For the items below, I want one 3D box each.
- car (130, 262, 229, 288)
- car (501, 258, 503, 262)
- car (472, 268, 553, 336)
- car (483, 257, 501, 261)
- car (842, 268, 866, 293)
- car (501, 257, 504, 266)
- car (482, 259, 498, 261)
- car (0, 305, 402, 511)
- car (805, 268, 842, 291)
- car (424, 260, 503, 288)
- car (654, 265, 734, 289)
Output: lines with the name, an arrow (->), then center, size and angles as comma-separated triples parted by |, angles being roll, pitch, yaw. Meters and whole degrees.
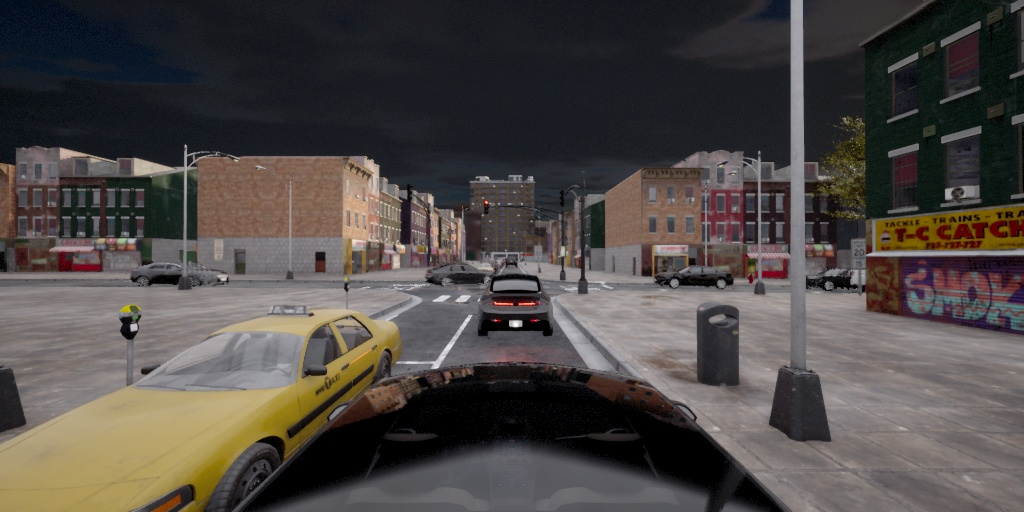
car -> -19.530, 1.111, 21.208 | 4.902, 1.511, 2.128 | 0, 0, 0
car -> -2.708, 1.357, 52.456 | 2.007, 1.370, 4.403 | 0, 0, 0
car -> 0.084, 1.257, 10.381 | 1.837, 1.490, 4.892 | 0, 0, 0
car -> -2.693, 1.100, 41.568 | 2.192, 1.841, 5.009 | 0, 0, 0
car -> 23.716, 1.296, 21.490 | 5.566, 2.045, 2.150 | 1, 0, 0
car -> -2.723, 1.358, 63.173 | 1.751, 1.417, 4.829 | 0, 0, 0
car -> -2.685, 1.302, 35.955 | 1.751, 1.417, 4.829 | 0, 0, 0
car -> -2.641, 1.276, 3.998 | 1.751, 1.417, 4.829 | 0, 0, 0
car -> 22.383, 1.546, 24.428 | 5.008, 1.535, 1.882 | 1, 0, -1
car -> -3.358, 1.257, 23.775 | 4.892, 1.490, 1.837 | 0, 2, -32
car -> 12.255, 1.393, 24.366 | 5.008, 1.535, 1.882 | 1, 0, 0
